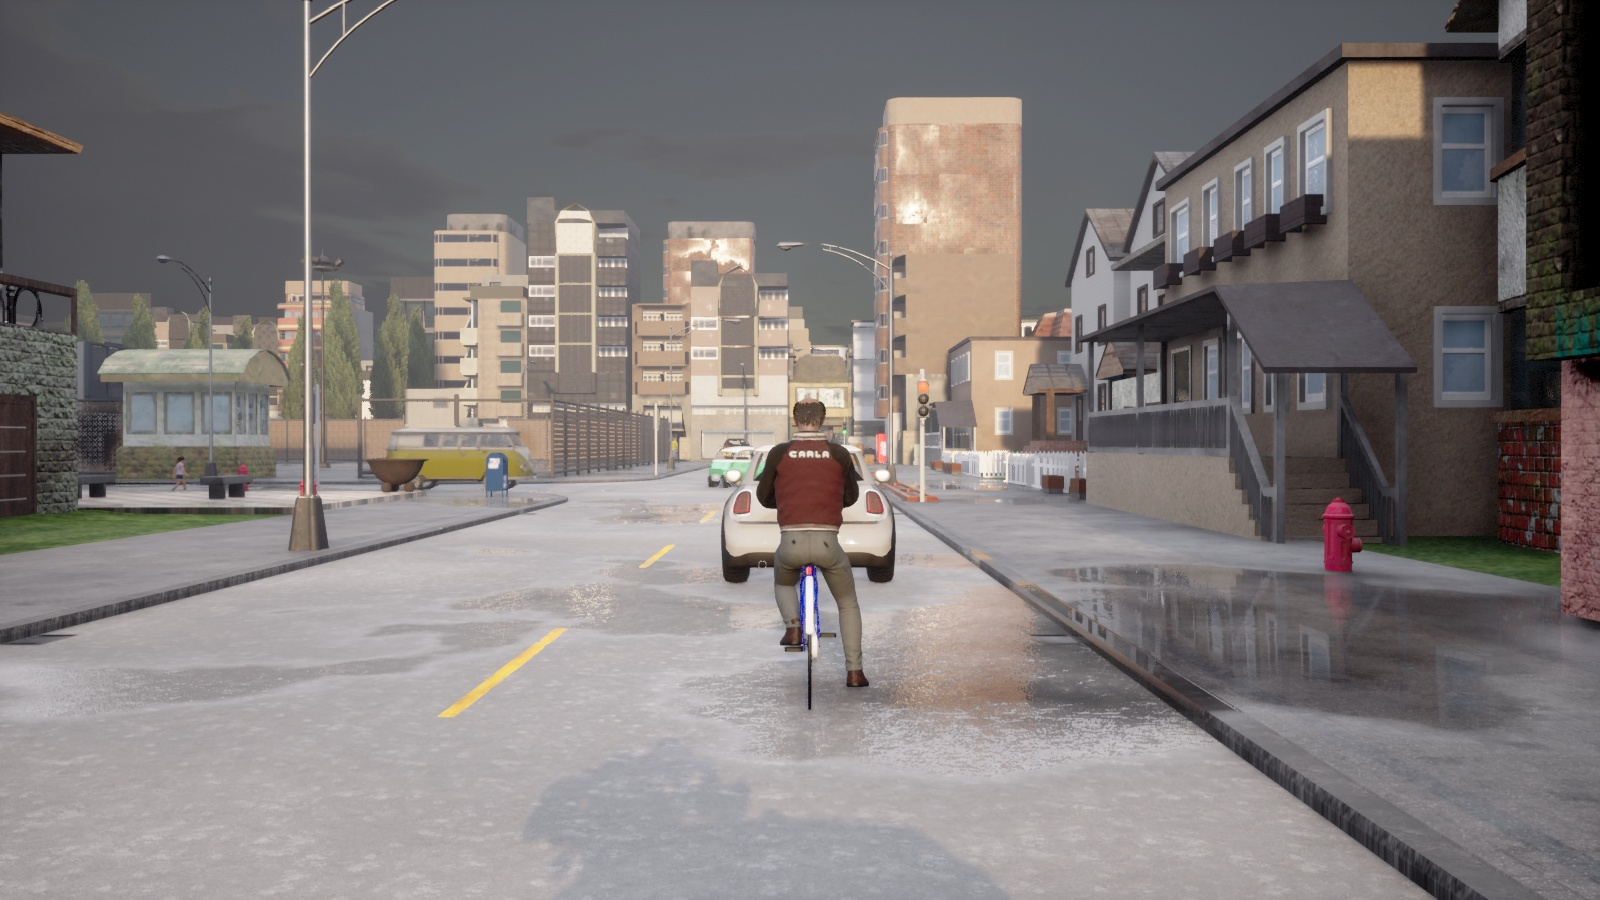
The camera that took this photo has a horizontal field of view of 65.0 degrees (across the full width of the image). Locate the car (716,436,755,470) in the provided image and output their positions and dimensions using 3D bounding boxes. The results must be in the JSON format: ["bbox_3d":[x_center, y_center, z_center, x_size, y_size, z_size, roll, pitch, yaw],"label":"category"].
[{"bbox_3d":[-3.610,0.161,70.722,1.932,1.855,4.605,0,0,1],"label":"car"}]

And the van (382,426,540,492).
[{"bbox_3d":[-10.520,0.270,39.183,4.442,1.987,1.775,0,0,0],"label":"van"}]

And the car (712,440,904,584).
[{"bbox_3d":[0.093,0.628,14.787,1.970,1.475,3.806,0,0,0],"label":"car"}]

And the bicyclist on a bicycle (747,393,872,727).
[{"bbox_3d":[0.056,0.574,7.591,0.659,1.776,1.843,0,1,0],"label":"bicyclist on a bicycle"}]

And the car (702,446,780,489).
[{"bbox_3d":[-1.968,0.561,42.350,1.481,1.376,2.207,1,1,44],"label":"car"}]

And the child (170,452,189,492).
[{"bbox_3d":[-17.285,0.620,34.985,0.255,1.110,0.394,0,0,42],"label":"child"}]
